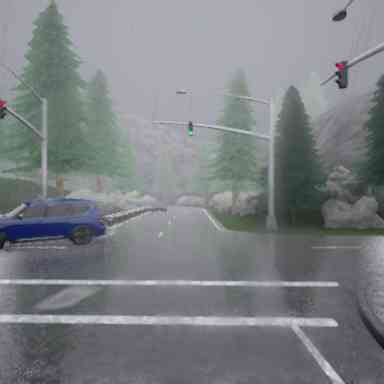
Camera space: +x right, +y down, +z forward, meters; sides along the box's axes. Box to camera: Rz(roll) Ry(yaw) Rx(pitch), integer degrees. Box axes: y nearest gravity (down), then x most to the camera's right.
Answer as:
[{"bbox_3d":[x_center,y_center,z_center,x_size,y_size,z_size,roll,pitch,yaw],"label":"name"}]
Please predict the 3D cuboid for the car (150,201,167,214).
[{"bbox_3d":[-4.071,1.834,40.475,2.033,1.411,5.357,0,0,-7],"label":"car"}]

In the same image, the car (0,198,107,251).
[{"bbox_3d":[-6.565,1.351,14.508,5.566,2.045,2.150,0,4,-29],"label":"car"}]
